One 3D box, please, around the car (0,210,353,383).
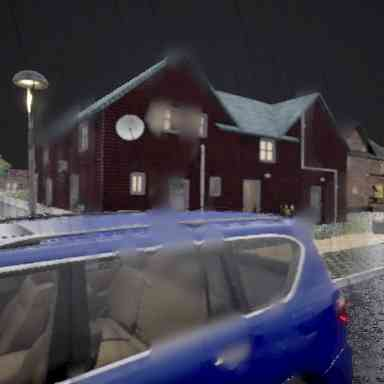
[{"bbox_3d":[-1.181,1.220,2.228,5.566,2.045,2.150,0,0,-36],"label":"car"}]
